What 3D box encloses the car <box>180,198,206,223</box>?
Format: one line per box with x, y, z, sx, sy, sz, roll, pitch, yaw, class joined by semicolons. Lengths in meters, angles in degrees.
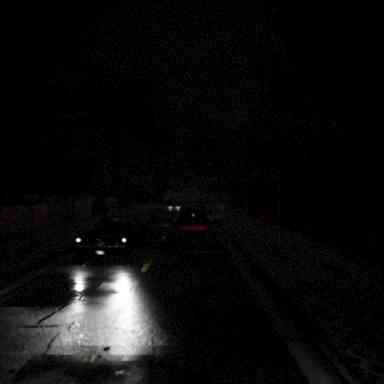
0.089;1.468;25.535;1.882;1.535;5.008;0;0;0;car

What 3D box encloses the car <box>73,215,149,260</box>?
-2.856;1.594;12.611;1.895;1.301;4.718;0;0;0;car
